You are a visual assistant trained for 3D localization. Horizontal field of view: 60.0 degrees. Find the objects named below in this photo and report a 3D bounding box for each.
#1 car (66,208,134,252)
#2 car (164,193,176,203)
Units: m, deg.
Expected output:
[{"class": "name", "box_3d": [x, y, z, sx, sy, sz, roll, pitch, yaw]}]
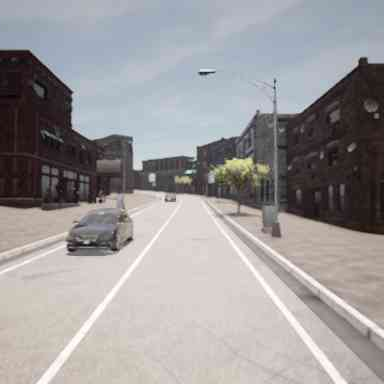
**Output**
[{"class": "car", "box_3d": [-3.607, 1.473, 13.781, 1.837, 1.490, 4.892, 0, 0, 0]}, {"class": "car", "box_3d": [-3.621, 0.925, 55.564, 2.128, 1.511, 4.902, 0, 1, 0]}]
